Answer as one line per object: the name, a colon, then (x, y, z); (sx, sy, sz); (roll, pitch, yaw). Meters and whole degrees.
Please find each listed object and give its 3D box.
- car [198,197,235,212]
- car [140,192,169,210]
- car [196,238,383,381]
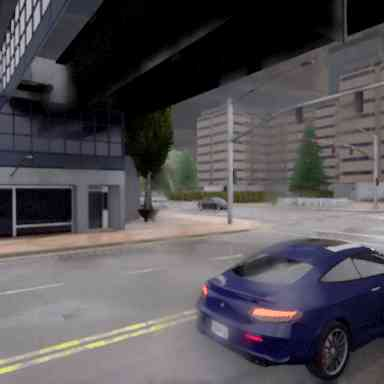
car: (2.538, 1.342, 36.136); (1.837, 1.490, 4.892); (0, 0, -36)
car: (-4.987, 1.084, 40.573); (2.150, 2.045, 5.566); (0, 0, -36)
car: (2.219, 1.492, 5.384); (4.674, 1.442, 1.812); (0, 0, -35)
